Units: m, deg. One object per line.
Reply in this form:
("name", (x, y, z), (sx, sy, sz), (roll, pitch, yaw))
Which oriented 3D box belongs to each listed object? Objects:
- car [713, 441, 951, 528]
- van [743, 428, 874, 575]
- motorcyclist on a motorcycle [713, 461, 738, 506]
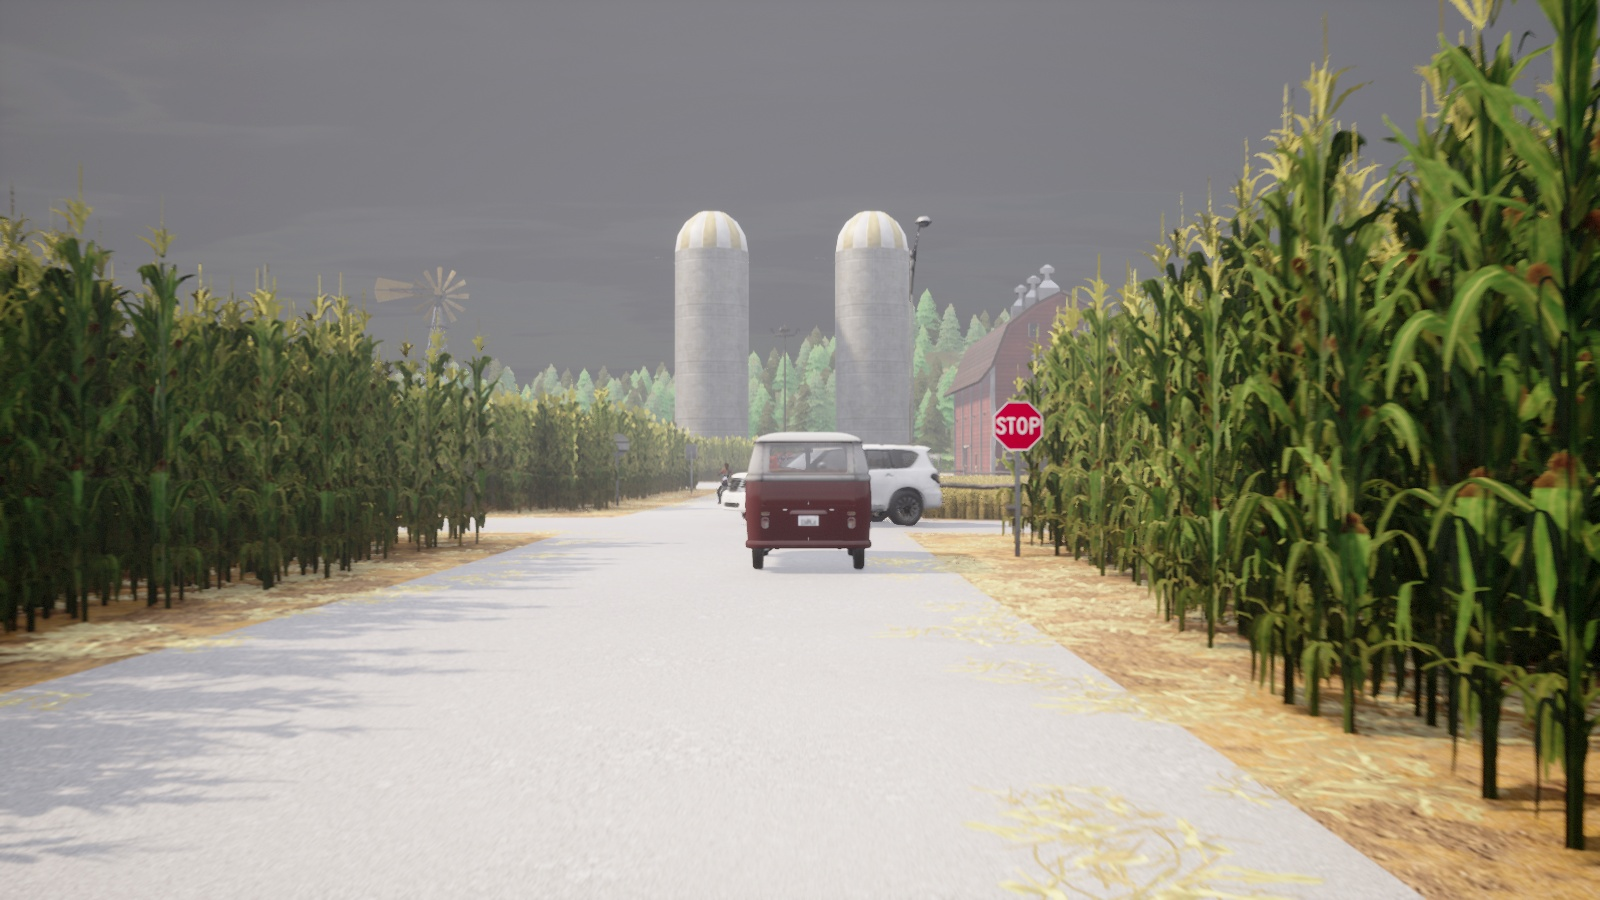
("car", (0.808, 0.852, 31.463), (5.566, 2.045, 2.150), (1, -1, -23))
("van", (0.125, 0.718, 19.236), (1.775, 1.987, 4.442), (0, 0, 0))
("motorcyclist on a motorcycle", (-2.815, 1.250, 47.667), (0.766, 1.649, 2.350), (0, -1, 0))
